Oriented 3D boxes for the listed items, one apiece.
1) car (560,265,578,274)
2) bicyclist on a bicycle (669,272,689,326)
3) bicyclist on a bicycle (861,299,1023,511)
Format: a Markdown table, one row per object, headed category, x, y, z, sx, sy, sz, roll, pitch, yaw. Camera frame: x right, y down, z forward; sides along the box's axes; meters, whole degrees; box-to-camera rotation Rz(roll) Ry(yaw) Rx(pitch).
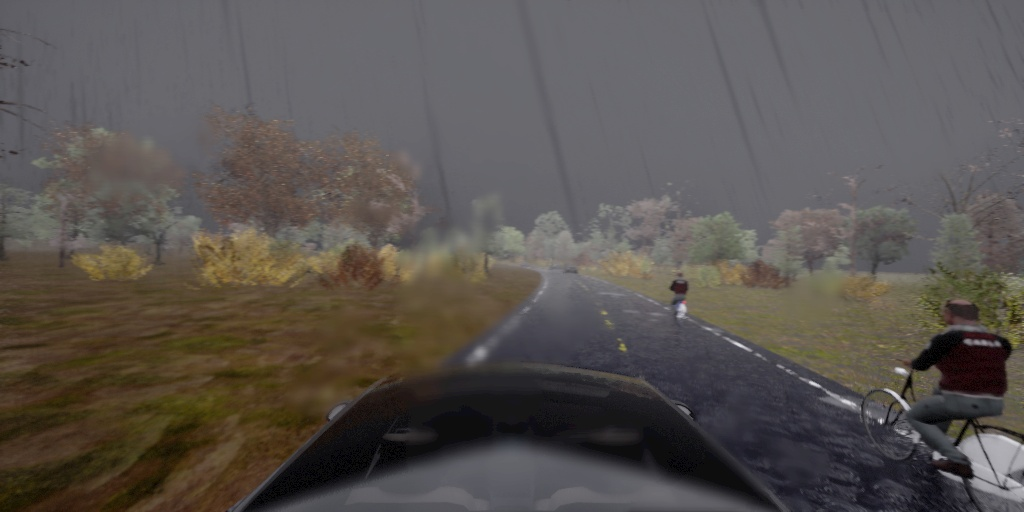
| category | x | y | z | sx | sy | sz | roll | pitch | yaw |
| --- | --- | --- | --- | --- | --- | --- | --- | --- | --- |
| car | 9.313 | 2.122 | 57.453 | 1.837 | 1.490 | 4.892 | 2 | -1 | 1 |
| bicyclist on a bicycle | 5.614 | 1.410 | 12.176 | 0.659 | 1.776 | 1.843 | 2 | 0 | 10 |
| bicyclist on a bicycle | 3.876 | 1.260 | 3.272 | 0.659 | 1.776 | 1.843 | 1 | 0 | 12 |
